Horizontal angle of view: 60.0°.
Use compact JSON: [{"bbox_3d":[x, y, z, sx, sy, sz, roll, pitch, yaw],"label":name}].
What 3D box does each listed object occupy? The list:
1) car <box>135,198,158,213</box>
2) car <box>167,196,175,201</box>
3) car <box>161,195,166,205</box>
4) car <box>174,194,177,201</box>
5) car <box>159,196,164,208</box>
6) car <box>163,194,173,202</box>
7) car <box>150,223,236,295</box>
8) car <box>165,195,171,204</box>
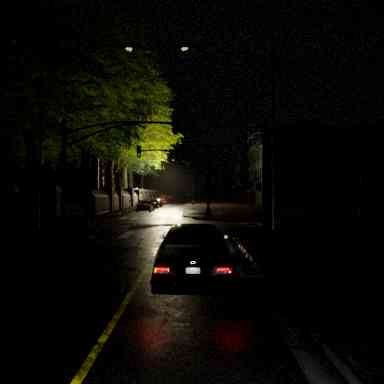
[{"bbox_3d":[-5.398,1.587,38.161,2.008,1.369,4.403,1,0,0],"label":"car"},{"bbox_3d":[-5.626,1.736,88.728,1.752,1.417,4.829,1,0,0],"label":"car"},{"bbox_3d":[-5.434,1.626,50.747,1.947,1.339,4.313,1,0,0],"label":"car"},{"bbox_3d":[-5.598,1.622,83.448,1.967,1.590,4.097,1,0,0],"label":"car"},{"bbox_3d":[-5.406,1.599,45.297,2.008,1.369,4.403,1,0,0],"label":"car"},{"bbox_3d":[-5.512,1.424,67.098,2.192,1.841,5.009,1,0,0],"label":"car"},{"bbox_3d":[0.044,1.552,8.866,2.033,1.411,5.357,0,0,1],"label":"car"},{"bbox_3d":[-5.490,1.672,61.647,1.802,1.307,4.206,1,0,0],"label":"car"}]
